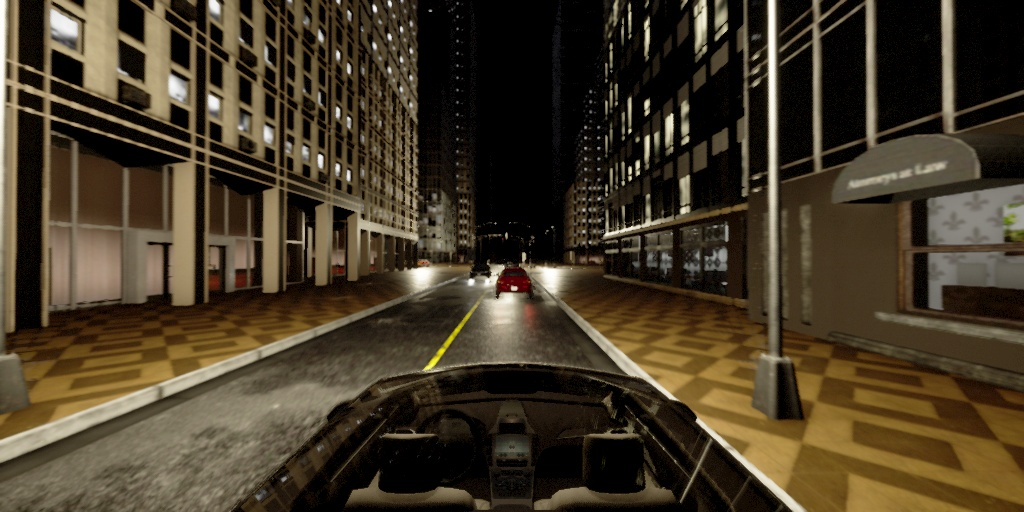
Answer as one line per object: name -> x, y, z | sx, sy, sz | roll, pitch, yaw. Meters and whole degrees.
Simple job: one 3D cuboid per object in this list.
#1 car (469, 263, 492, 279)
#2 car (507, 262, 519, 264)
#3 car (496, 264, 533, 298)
car -> -3.011, 1.441, 35.268 | 1.812, 1.442, 4.674 | 0, 0, 0
car -> 0.104, 1.425, 39.014 | 2.128, 1.511, 4.902 | 0, 0, 0
car -> 0.103, 1.362, 19.088 | 1.812, 1.442, 4.674 | 0, 0, 0
